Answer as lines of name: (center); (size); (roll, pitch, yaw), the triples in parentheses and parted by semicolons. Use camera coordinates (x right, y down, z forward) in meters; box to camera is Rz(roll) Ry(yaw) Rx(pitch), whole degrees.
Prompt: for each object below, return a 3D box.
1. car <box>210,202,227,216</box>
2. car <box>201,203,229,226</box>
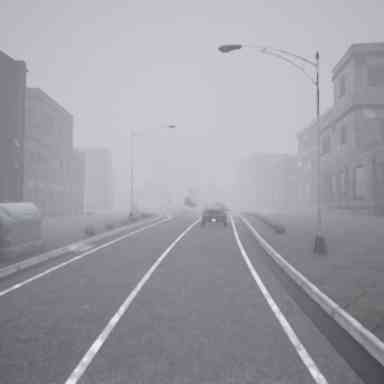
car: (3.424, 2.232, 42.720); (2.033, 1.649, 4.856); (0, -4, 5)
car: (1.744, 1.716, 25.389); (1.837, 1.490, 4.892); (0, -1, 6)
